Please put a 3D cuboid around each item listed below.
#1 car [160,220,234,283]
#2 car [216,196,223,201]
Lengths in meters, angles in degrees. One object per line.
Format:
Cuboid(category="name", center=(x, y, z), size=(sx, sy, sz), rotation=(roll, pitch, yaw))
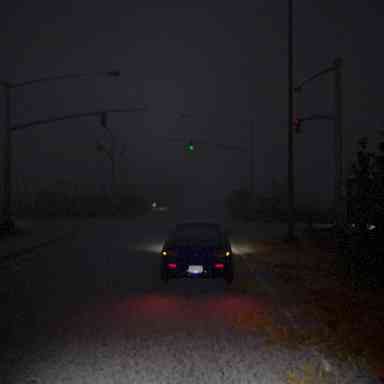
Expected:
Cuboid(category="car", center=(0.197, 1.540, 9.639), size=(1.812, 1.442, 4.674), rotation=(0, 0, 3))
Cuboid(category="car", center=(6.633, 1.578, 77.792), size=(1.895, 1.301, 4.718), rotation=(0, -1, 6))
